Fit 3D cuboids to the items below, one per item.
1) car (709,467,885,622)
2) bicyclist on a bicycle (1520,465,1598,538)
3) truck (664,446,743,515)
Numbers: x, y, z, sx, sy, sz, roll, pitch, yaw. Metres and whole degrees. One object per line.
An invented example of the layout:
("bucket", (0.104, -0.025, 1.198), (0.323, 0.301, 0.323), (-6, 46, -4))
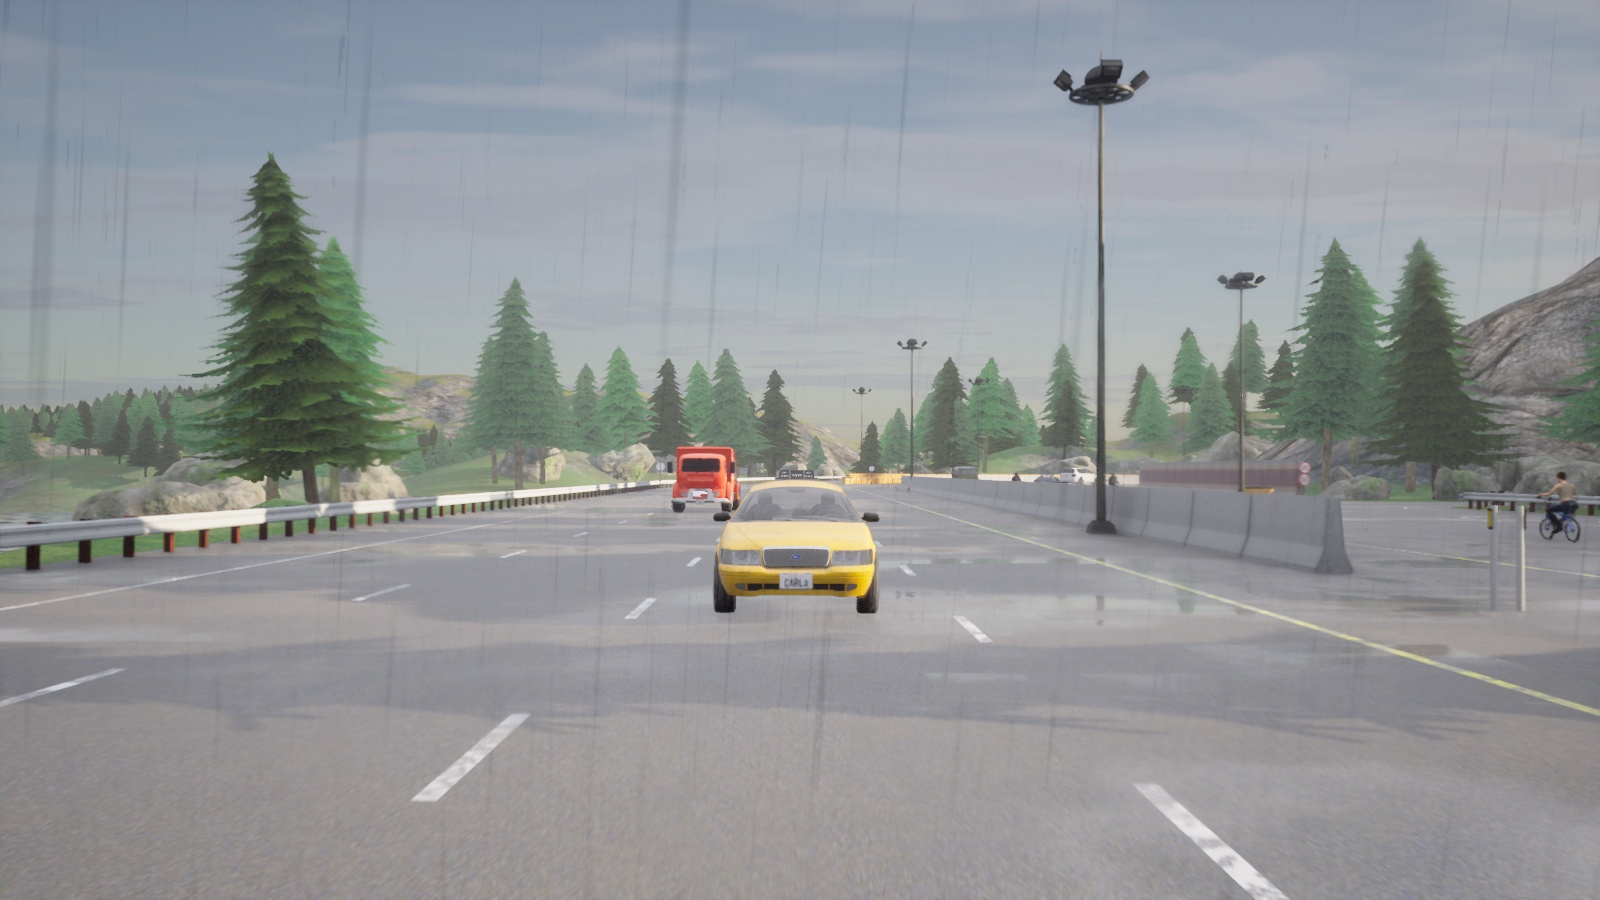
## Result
("car", (-0.036, 1.014, 15.554), (1.801, 1.575, 5.366), (0, -1, 0))
("bicyclist on a bicycle", (17.437, 1.165, 28.897), (0.866, 1.612, 1.509), (0, -1, 0))
("truck", (-3.615, 1.149, 47.929), (2.627, 2.467, 5.204), (0, -1, 0))
